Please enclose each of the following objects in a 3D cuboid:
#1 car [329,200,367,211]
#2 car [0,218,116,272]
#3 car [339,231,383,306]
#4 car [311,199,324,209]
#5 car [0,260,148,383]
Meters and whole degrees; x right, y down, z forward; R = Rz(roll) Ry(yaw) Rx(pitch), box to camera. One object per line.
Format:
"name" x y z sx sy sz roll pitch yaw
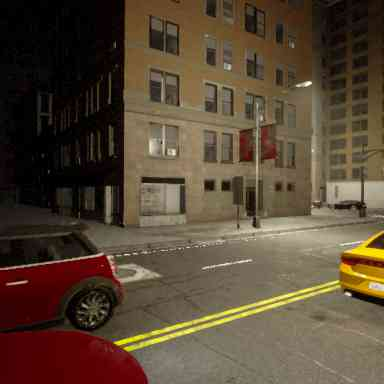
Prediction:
"car" 18.826 1.597 40.308 1.947 1.339 4.313 0 0 -35
"car" -3.485 1.351 5.191 4.553 1.767 2.097 0 0 -36
"car" 5.201 1.478 7.170 5.008 1.535 1.882 0 0 -35
"car" 15.549 1.582 44.926 2.008 1.369 4.403 0 0 -35
"car" -2.426 1.526 1.708 4.674 1.442 1.812 0 0 -36
